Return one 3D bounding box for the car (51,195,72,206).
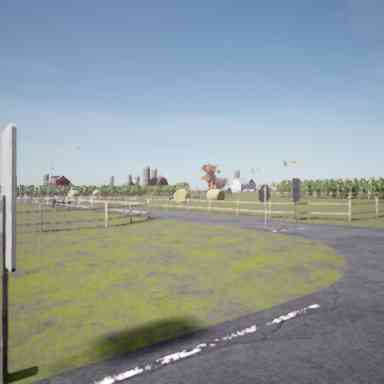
[{"bbox_3d":[-19.428,1.220,49.270,2.128,1.511,4.902,0,0,-40],"label":"car"}]
